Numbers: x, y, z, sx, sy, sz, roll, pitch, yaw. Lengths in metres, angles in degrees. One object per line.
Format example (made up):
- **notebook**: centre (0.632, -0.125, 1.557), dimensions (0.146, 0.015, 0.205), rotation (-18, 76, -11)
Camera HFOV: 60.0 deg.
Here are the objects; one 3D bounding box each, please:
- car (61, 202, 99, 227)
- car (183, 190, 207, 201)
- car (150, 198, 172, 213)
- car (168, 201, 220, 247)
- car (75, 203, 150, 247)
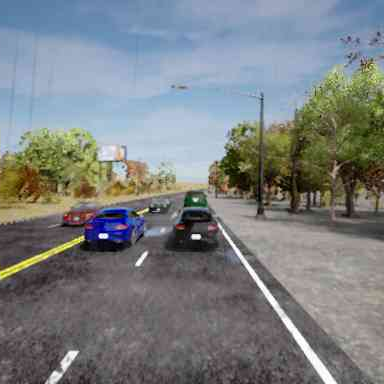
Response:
- **car**: centre (-6.425, 1.301, 20.515), dimensions (1.994, 1.385, 4.181), rotation (1, 1, 0)
- **car**: centre (0.305, 0.889, 32.437), dimensions (2.150, 2.045, 5.566), rotation (1, -1, 0)
- **car**: centre (-2.995, 1.269, 32.359), dimensions (1.895, 1.301, 4.718), rotation (1, 1, 0)
- **car**: centre (0.160, 1.362, 14.122), dimensions (1.812, 1.442, 4.674), rotation (1, 2, 0)
- **car**: centre (-3.103, 1.365, 14.011), dimensions (1.812, 1.442, 4.674), rotation (1, 1, 0)
